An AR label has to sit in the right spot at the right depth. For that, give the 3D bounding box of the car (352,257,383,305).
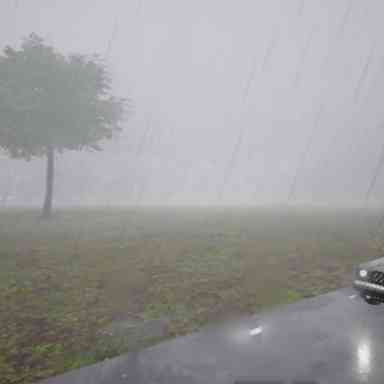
[{"bbox_3d":[5.371,1.606,6.902,4.718,1.301,1.895,0,0,-35],"label":"car"}]
